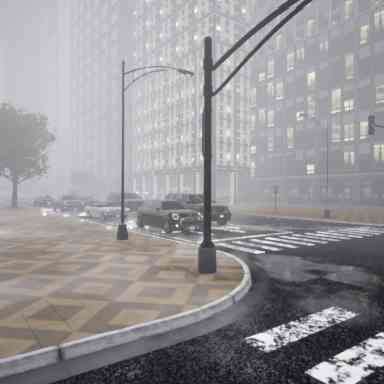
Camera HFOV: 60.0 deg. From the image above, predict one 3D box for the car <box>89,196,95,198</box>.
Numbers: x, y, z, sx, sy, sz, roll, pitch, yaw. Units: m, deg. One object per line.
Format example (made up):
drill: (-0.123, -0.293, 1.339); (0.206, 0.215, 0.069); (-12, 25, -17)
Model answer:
car: (-12.150, 1.184, 38.665); (2.128, 1.511, 4.902); (0, 0, -37)

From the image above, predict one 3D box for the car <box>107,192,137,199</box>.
car: (-6.042, 1.001, 30.446); (2.150, 2.045, 5.566); (0, 0, -37)

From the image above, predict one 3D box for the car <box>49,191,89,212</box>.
car: (-12.543, 1.062, 33.741); (2.097, 1.767, 4.553); (0, 0, -37)

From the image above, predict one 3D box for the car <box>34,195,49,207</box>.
car: (-18.548, 1.114, 41.870); (2.128, 1.511, 4.902); (0, 0, -36)

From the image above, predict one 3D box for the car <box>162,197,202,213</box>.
car: (-1.139, 1.328, 35.066); (1.812, 1.442, 4.674); (0, 0, -37)

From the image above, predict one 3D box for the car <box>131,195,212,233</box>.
car: (-1.304, 1.216, 18.621); (2.097, 1.767, 4.553); (0, 0, -37)

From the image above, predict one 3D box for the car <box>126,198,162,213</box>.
car: (-5.075, 1.334, 34.918); (1.994, 1.385, 4.181); (0, 0, -37)

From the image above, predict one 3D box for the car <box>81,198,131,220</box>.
car: (-6.672, 1.393, 25.833); (1.895, 1.301, 4.718); (0, 0, -37)

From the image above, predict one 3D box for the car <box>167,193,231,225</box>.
car: (0.136, 1.085, 22.131); (2.150, 2.045, 5.566); (0, 0, -37)
